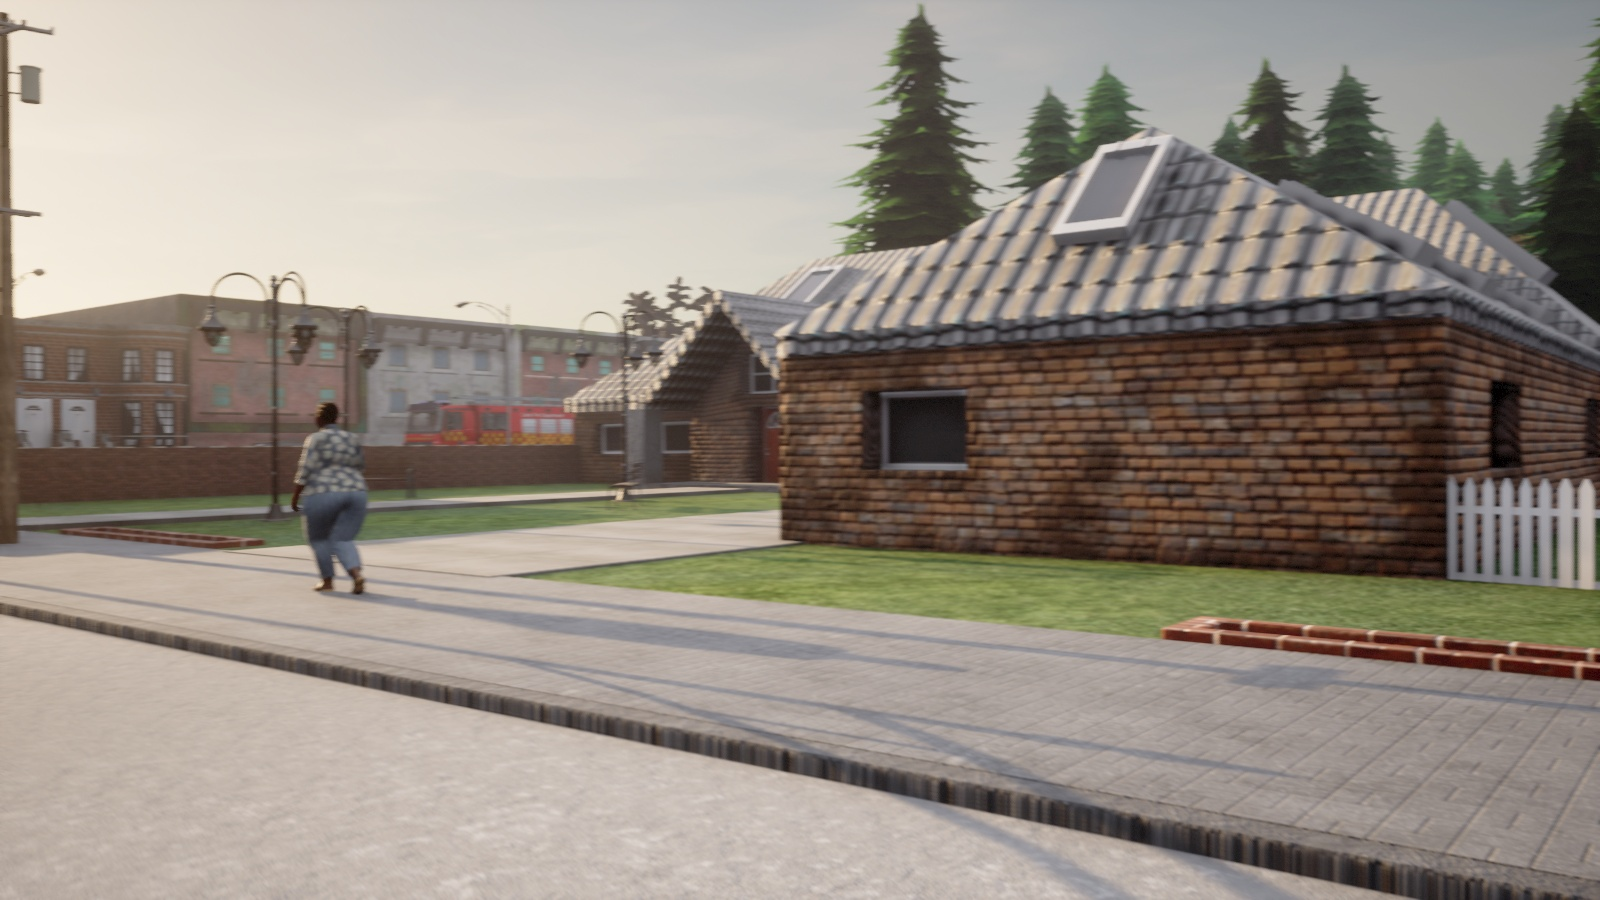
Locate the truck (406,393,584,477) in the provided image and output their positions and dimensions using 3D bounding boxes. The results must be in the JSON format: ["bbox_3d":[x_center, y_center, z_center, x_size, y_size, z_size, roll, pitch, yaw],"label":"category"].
[{"bbox_3d":[-14.747,-0.722,61.452,2.891,3.827,8.468,0,0,39],"label":"truck"}]

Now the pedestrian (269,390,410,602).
[{"bbox_3d":[-4.247,0.400,11.594,0.900,1.855,0.874,0,0,38],"label":"pedestrian"}]

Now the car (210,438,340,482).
[{"bbox_3d":[-21.890,0.380,52.493,2.097,1.767,4.553,0,0,38],"label":"car"}]
